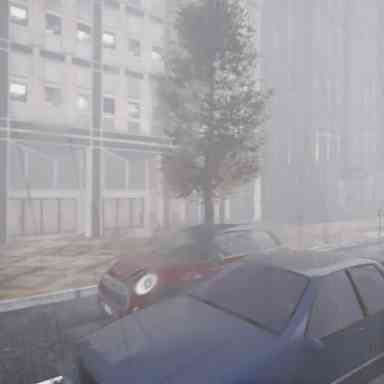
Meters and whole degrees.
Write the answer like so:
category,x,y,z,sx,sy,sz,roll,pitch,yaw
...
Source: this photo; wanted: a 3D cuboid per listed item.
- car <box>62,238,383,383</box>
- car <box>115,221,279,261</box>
category,x,y,z,sx,sy,sz,roll,pitch,yaw
car,1.328,1.525,4.201,5.357,1.411,2.033,0,0,-35
car,0.230,1.414,6.708,4.097,1.590,1.967,0,1,-35
